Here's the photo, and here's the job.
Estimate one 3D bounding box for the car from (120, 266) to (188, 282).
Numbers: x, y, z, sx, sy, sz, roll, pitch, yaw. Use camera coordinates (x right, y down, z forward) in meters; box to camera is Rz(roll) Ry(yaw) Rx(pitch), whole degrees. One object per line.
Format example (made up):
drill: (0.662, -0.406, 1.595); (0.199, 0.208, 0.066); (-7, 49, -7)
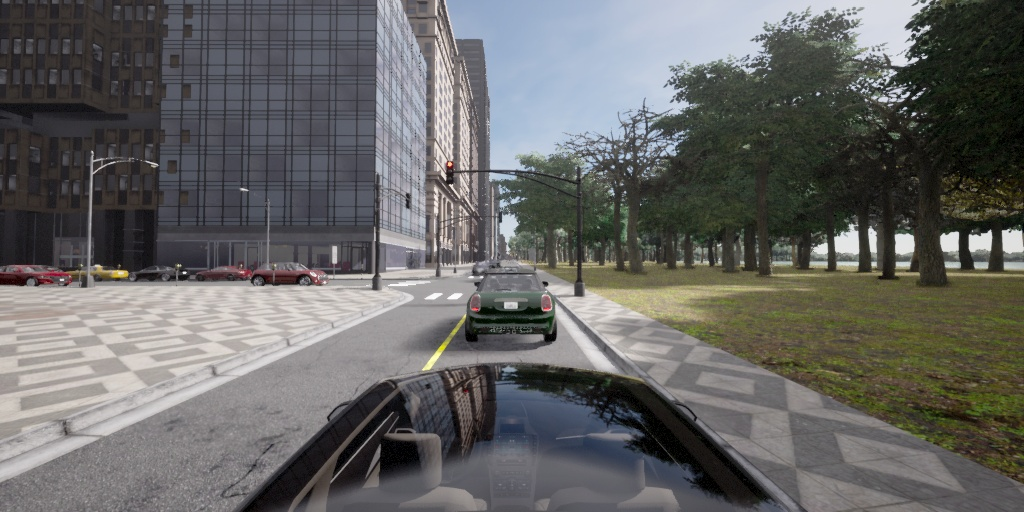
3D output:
car: (-30.076, 1.481, 30.637); (4.313, 1.339, 1.948); (0, 0, 0)

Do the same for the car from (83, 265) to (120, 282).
car: (-35.733, 1.444, 30.610); (4.829, 1.417, 1.751); (0, 0, 0)

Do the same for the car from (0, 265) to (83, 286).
car: (-30.040, 1.236, 22.115); (4.507, 1.381, 1.888); (0, 0, 0)

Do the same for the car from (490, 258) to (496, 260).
car: (-3.218, 1.311, 38.482); (2.128, 1.511, 4.902); (0, 0, 0)

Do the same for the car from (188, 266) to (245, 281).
car: (-24.589, 1.494, 30.664); (4.207, 1.307, 1.802); (0, 0, 0)

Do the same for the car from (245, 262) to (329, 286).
car: (-13.609, 1.120, 22.194); (4.097, 1.591, 1.967); (0, 0, -1)

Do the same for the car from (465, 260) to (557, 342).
car: (-0.014, 1.108, 9.994); (2.097, 1.767, 4.553); (0, 0, 0)
